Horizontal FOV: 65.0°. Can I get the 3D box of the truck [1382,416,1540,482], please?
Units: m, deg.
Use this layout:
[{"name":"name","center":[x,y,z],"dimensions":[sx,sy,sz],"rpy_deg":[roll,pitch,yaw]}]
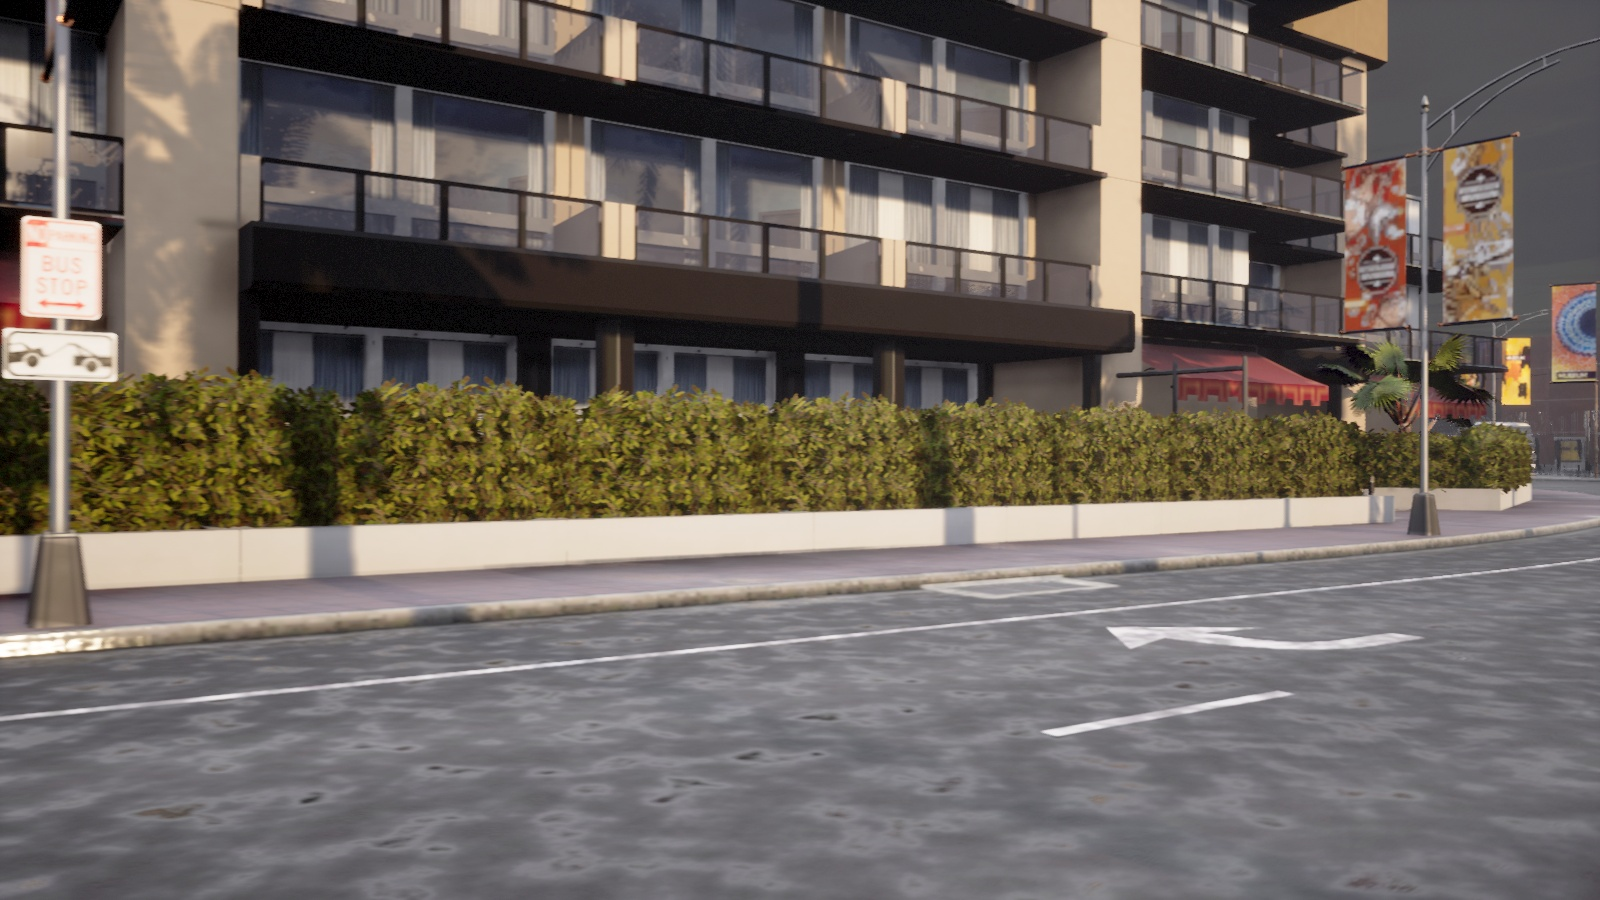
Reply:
[{"name":"truck","center":[36.581,-0.025,69.877],"dimensions":[2.891,3.462,7.936],"rpy_deg":[0,0,-19]}]
